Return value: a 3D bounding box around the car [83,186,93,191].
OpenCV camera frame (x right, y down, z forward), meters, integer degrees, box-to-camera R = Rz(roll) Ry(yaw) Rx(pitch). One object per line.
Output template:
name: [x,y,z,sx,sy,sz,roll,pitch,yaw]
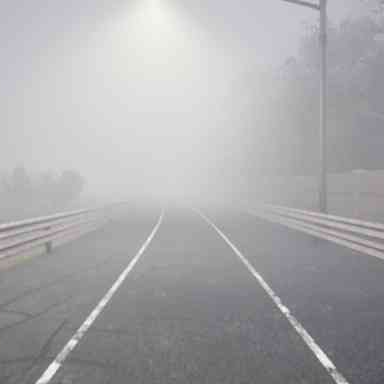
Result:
car: [-28.133,-0.972,87.262,2.033,1.411,5.357,1,4,15]
